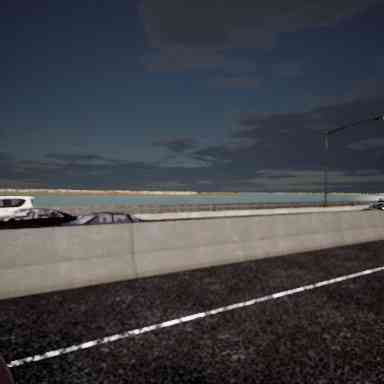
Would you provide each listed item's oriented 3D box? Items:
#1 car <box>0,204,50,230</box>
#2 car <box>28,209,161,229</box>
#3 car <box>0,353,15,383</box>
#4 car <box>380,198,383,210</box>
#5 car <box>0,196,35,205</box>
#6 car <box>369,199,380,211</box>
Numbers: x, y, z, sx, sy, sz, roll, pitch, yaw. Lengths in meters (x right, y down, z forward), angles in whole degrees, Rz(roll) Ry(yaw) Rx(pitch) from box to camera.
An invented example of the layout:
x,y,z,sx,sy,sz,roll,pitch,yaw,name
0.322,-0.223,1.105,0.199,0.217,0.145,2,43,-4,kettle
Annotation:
x,y,z,sx,sy,sz,roll,pitch,yaw,name
-7.756,1.505,15.641,4.902,1.511,2.128,0,0,-35,car
-3.775,1.575,14.174,5.357,1.411,2.033,0,0,-35,car
-3.059,1.553,1.563,4.181,1.385,1.994,0,0,-35,car
24.208,1.458,37.938,5.566,2.045,2.150,0,0,-34,car
-11.101,1.225,17.562,5.566,2.045,2.150,0,0,-35,car
24.562,1.605,42.419,4.553,1.767,2.097,0,0,-34,car
